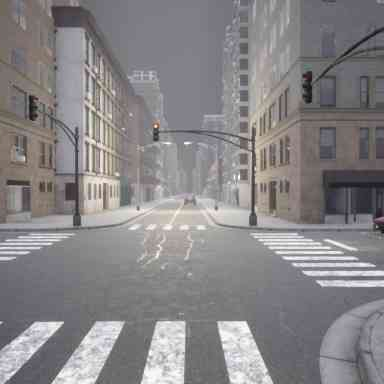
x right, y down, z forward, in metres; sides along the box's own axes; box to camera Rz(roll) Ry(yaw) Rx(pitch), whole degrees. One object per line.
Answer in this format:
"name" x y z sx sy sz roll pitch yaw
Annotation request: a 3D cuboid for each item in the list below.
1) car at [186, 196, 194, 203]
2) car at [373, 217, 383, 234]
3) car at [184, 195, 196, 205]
"car" -0.422 1.543 69.699 1.812 1.442 4.674 0 0 0
"car" 11.653 1.528 16.924 4.507 1.381 1.887 0 0 0
"car" -0.330 1.362 59.244 2.097 1.767 4.553 0 0 -1
